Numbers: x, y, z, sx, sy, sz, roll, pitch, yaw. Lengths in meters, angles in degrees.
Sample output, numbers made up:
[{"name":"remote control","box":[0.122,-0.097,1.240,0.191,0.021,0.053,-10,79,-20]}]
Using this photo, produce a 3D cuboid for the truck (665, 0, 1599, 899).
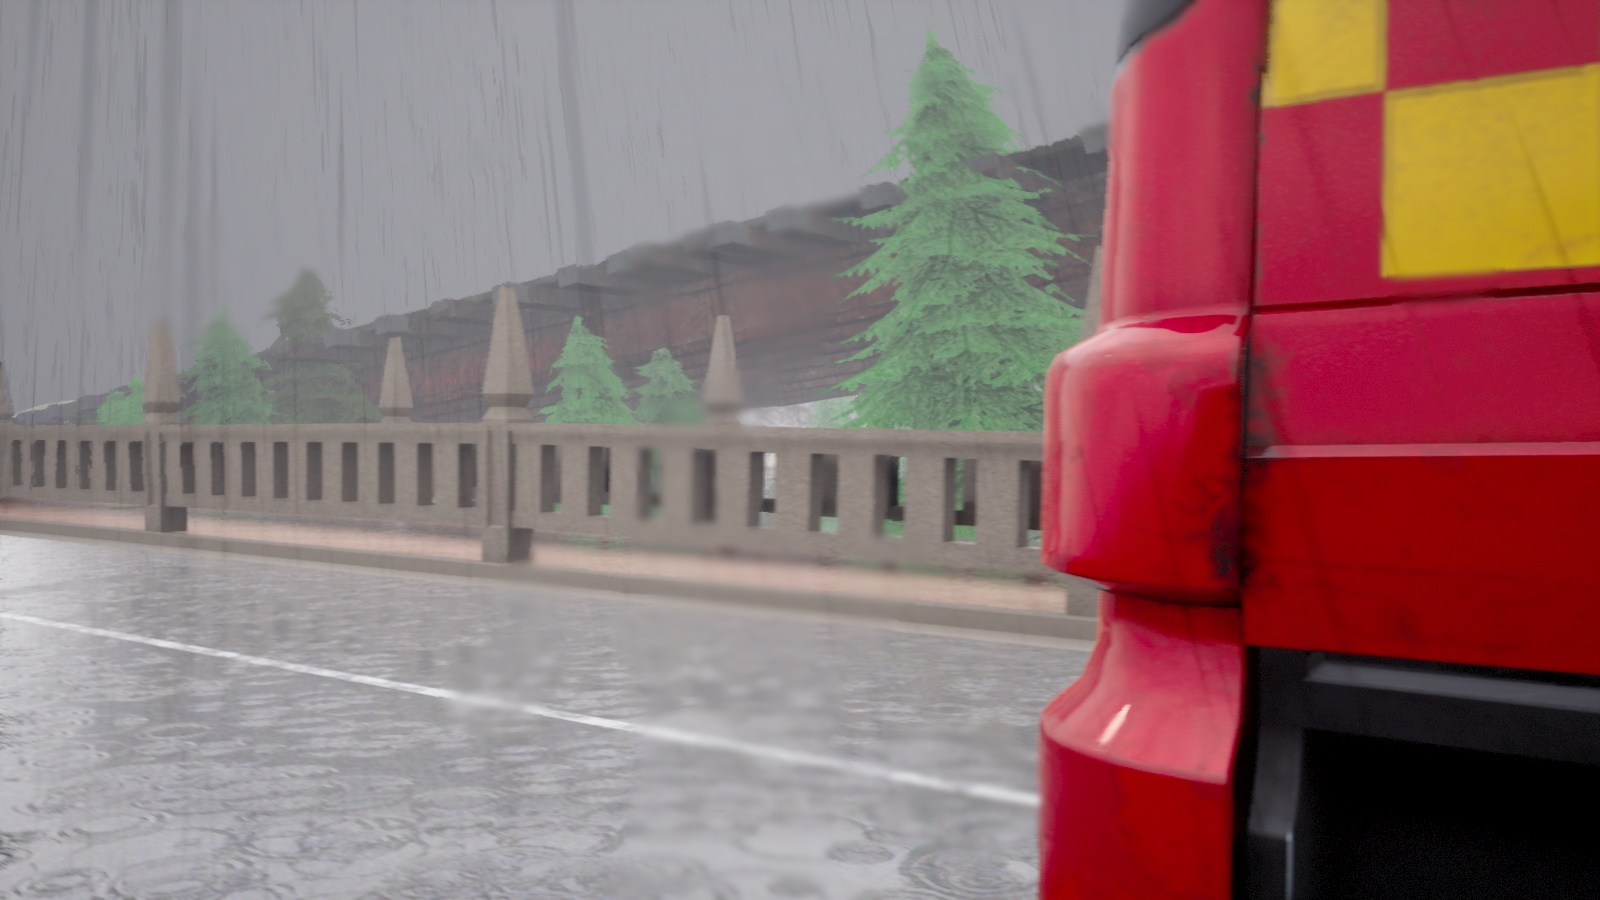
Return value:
[{"name":"truck","box":[4.114,-0.471,0.867,8.468,3.827,2.891,0,1,34]}]
